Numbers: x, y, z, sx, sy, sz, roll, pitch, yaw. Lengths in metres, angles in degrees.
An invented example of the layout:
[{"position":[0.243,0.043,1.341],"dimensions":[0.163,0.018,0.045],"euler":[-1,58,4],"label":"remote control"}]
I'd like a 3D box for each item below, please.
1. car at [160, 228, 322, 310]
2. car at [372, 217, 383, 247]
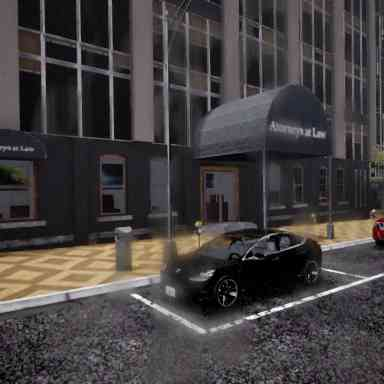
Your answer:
[{"position":[1.317,1.564,7.797],"dimensions":[4.313,1.339,1.947],"euler":[0,-1,-37],"label":"car"},{"position":[9.597,1.310,13.994],"dimensions":[5.009,1.841,2.192],"euler":[0,-1,-37],"label":"car"}]
